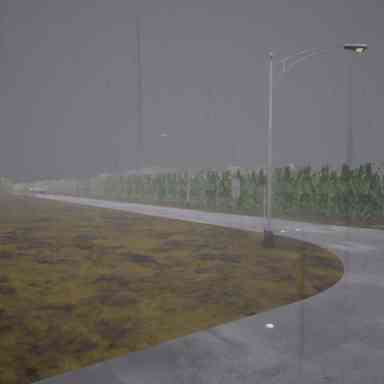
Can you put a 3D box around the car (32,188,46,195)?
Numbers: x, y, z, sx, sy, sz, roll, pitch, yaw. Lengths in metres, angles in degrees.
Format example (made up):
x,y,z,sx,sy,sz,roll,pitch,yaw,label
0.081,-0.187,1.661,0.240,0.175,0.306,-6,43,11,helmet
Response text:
x,y,z,sx,sy,sz,roll,pitch,yaw,label
-37.765,-0.136,82.939,1.882,1.535,5.008,1,1,-35,car
